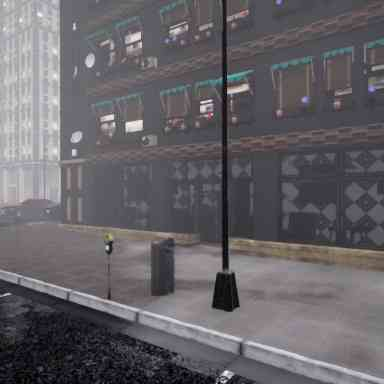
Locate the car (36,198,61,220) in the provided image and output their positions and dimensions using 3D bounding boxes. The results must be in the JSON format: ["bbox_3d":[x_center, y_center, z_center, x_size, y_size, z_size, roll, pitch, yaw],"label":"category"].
[{"bbox_3d":[-8.261,1.279,23.555,1.947,1.339,4.313,1,1,35],"label":"car"}]

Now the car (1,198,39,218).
[{"bbox_3d":[-12.897,1.262,27.047,1.812,1.442,4.674,0,1,35],"label":"car"}]
